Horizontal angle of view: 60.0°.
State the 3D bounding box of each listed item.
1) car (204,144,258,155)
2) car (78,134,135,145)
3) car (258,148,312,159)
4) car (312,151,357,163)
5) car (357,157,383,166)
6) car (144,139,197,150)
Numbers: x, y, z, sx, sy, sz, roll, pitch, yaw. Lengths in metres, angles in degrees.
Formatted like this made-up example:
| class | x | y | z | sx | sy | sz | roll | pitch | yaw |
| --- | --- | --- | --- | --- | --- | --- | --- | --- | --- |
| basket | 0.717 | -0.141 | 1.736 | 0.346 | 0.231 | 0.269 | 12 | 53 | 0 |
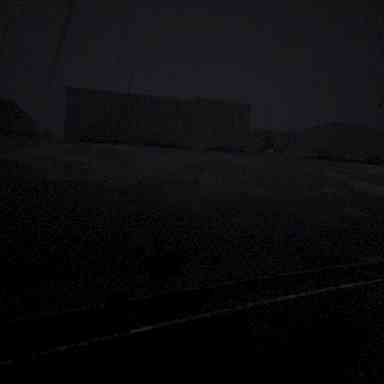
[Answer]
| class | x | y | z | sx | sy | sz | roll | pitch | yaw |
| --- | --- | --- | --- | --- | --- | --- | --- | --- | --- |
| car | 3.416 | -3.708 | 31.469 | 4.674 | 1.452 | 2.002 | 3 | -1 | -14 |
| car | -7.359 | -4.233 | 28.995 | 4.892 | 1.521 | 2.231 | 2 | -1 | -12 |
| car | 8.779 | -3.489 | 32.876 | 5.008 | 1.535 | 2.097 | 3 | -1 | -15 |
| car | 14.090 | -3.355 | 34.393 | 4.553 | 1.767 | 2.185 | 3 | -1 | -16 |
| car | 19.547 | -2.929 | 36.089 | 4.792 | 1.488 | 2.163 | 3 | -1 | -17 |
| car | -1.972 | -4.001 | 30.179 | 4.892 | 1.521 | 2.231 | 3 | -1 | -12 |
